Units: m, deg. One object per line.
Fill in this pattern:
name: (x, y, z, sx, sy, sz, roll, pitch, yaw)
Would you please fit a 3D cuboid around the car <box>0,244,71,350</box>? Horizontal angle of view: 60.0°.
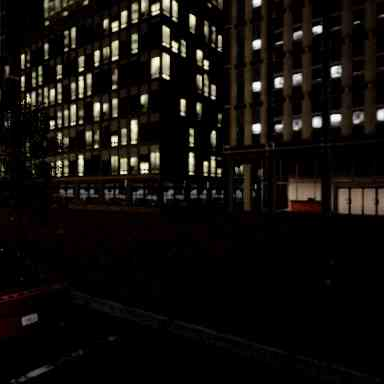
car: (-3.953, 1.546, 5.688, 4.507, 1.381, 1.887, 0, 0, 36)
